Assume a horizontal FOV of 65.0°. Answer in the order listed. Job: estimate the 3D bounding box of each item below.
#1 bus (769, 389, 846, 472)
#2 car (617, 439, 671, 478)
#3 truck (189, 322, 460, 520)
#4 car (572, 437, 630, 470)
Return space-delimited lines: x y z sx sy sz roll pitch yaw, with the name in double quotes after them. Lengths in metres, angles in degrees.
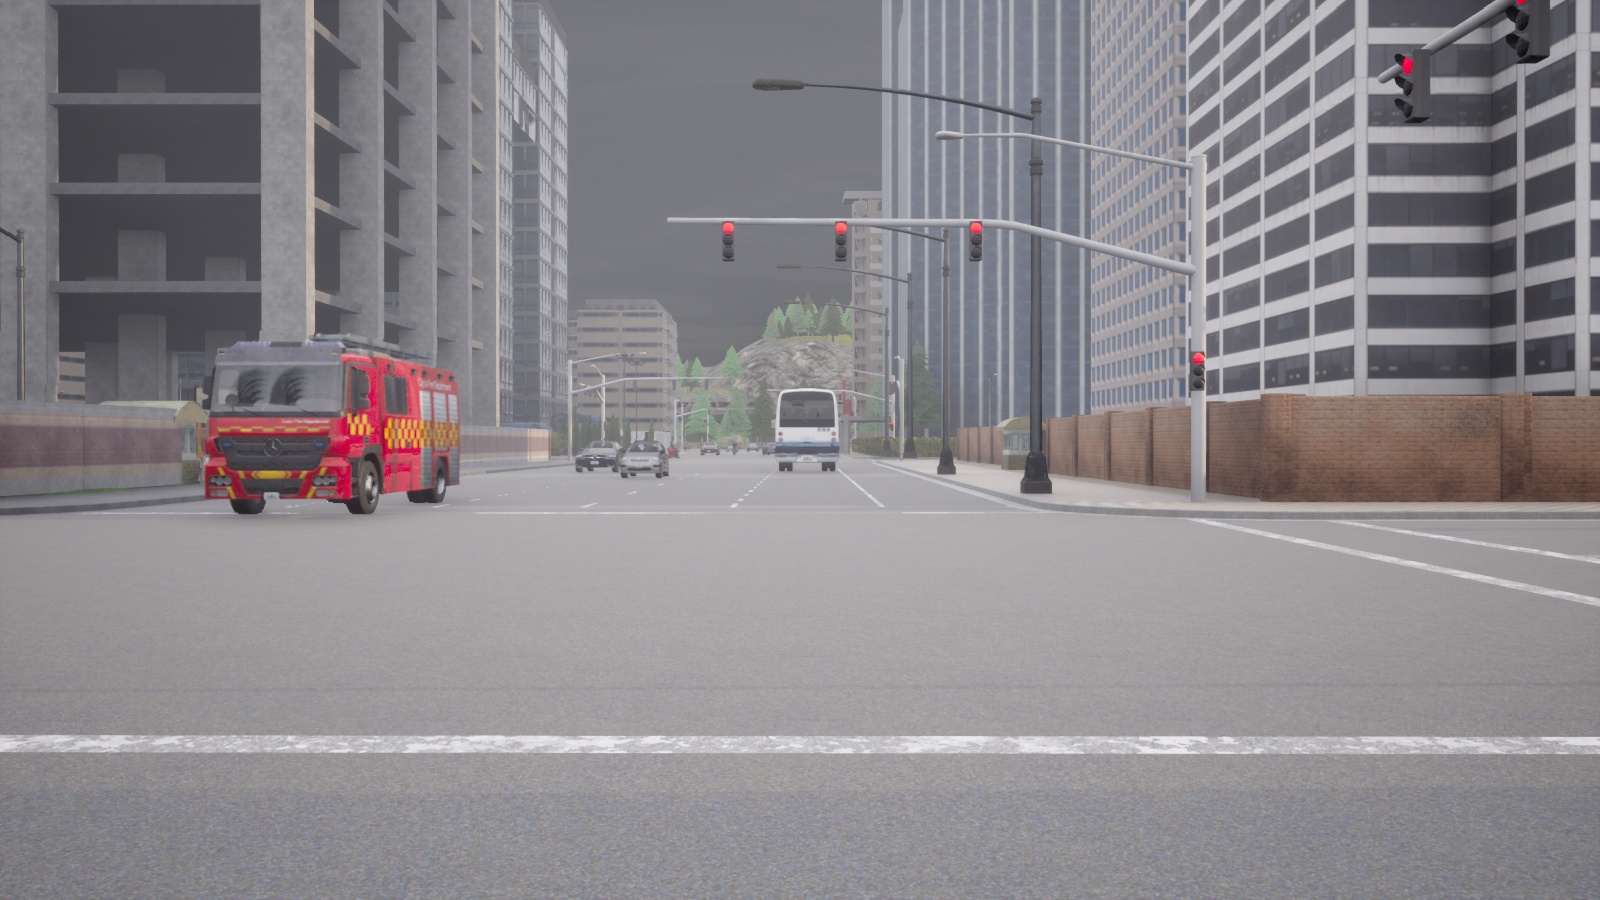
0.396 -1.020 69.197 3.944 4.253 10.273 0 0 0 "bus"
-6.687 0.333 54.192 1.851 1.617 3.988 0 0 0 "car"
-10.328 -0.587 28.495 2.891 3.827 8.468 0 0 0 "truck"
-10.131 0.153 64.443 2.152 1.651 5.027 0 0 0 "car"
